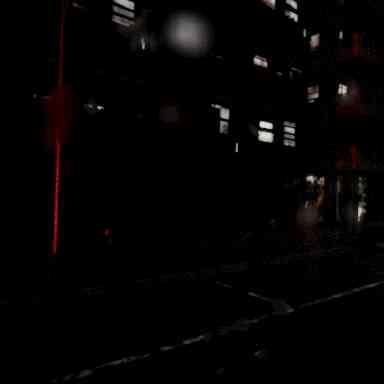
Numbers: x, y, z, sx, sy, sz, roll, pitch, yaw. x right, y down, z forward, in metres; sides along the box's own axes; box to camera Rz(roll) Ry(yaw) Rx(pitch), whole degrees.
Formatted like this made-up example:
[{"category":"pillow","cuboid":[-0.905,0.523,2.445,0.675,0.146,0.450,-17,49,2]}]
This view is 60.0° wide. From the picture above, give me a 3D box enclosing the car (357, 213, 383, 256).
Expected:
[{"category":"car","cuboid":[8.245,1.448,12.422,5.009,1.841,2.192,1,1,-35]}]
